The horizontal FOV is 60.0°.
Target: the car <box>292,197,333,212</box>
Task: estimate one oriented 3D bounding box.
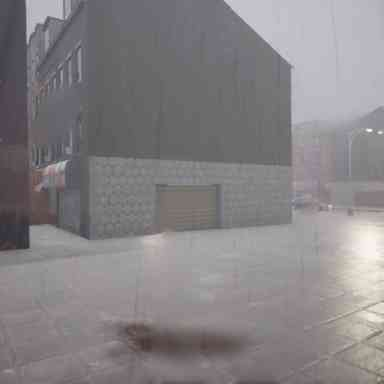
[{"bbox_3d":[12.338,1.289,35.057,2.128,1.511,4.902,-1,1,-35],"label":"car"}]
